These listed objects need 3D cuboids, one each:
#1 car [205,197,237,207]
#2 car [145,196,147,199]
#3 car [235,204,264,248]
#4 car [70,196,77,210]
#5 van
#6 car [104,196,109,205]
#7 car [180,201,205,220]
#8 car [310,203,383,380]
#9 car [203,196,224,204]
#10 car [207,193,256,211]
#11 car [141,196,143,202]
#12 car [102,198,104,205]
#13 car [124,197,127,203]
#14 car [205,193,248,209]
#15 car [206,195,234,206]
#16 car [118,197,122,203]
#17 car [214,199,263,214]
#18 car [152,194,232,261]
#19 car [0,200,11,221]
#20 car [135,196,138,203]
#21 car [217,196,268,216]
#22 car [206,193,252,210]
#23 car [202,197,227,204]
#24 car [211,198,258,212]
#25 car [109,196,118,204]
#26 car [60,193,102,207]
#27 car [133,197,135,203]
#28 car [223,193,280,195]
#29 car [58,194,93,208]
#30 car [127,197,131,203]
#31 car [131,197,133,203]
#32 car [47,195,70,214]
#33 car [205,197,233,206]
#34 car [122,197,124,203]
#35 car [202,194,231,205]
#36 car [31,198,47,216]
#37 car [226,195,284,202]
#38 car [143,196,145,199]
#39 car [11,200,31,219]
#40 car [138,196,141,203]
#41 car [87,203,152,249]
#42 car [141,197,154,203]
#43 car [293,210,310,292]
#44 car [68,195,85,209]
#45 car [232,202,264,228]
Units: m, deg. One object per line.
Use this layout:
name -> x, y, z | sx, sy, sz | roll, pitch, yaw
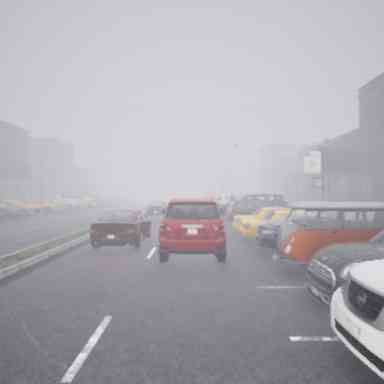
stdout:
car -> 4.656, 1.561, 53.446 | 5.008, 1.535, 2.097 | 0, -1, 0
car -> -15.672, 2.282, 92.705 | 4.674, 1.452, 2.002 | 0, -1, 0
car -> 4.832, 1.470, 14.860 | 5.366, 1.575, 1.946 | 0, 0, 0
car -> -15.804, 1.449, 37.268 | 4.674, 1.452, 2.002 | 0, 0, 0
van -> 4.528, 1.255, 9.345 | 4.442, 1.987, 1.878 | 0, 0, 0
car -> -15.739, 1.396, 51.032 | 4.553, 1.767, 2.185 | 0, -1, 0
car -> 0.059, 1.517, 28.512 | 1.994, 1.385, 4.181 | 0, 0, 0
car -> 4.614, 1.231, 3.828 | 5.566, 2.045, 2.435 | 0, 0, 0
car -> 4.638, 1.740, 72.747 | 4.553, 1.767, 2.185 | 0, -1, 0
car -> 4.628, 1.176, 39.674 | 5.566, 2.045, 2.435 | 0, 0, 0
car -> -15.723, 2.111, 84.371 | 4.792, 1.488, 2.163 | 0, -1, 0
car -> -15.775, 1.524, 48.252 | 4.674, 1.452, 2.002 | 0, -1, 0
car -> -15.709, 1.769, 64.921 | 4.792, 1.488, 2.163 | 0, -1, 0
car -> 4.630, 1.211, 45.184 | 5.566, 2.045, 2.435 | 0, 0, 0
car -> 4.694, 1.477, 56.205 | 4.553, 1.767, 2.185 | 0, -1, 0
car -> -15.936, 1.649, 59.490 | 5.366, 1.575, 1.946 | 0, -1, 0
car -> 4.683, 1.448, 34.164 | 4.792, 1.488, 2.163 | 0, 0, 0
car -> 0.038, 1.221, 12.343 | 2.150, 2.045, 5.566 | 0, 0, 1
car -> -15.863, 1.475, 23.258 | 4.792, 1.488, 2.163 | 0, 0, 0
car -> -15.707, 1.932, 76.161 | 5.008, 1.535, 2.097 | 0, -1, 0
car -> 4.684, 1.296, 31.406 | 4.553, 1.767, 2.185 | 0, 0, 0
car -> 4.629, 1.188, 42.427 | 5.566, 2.045, 2.435 | 0, 0, 0
car -> 4.662, 1.819, 69.988 | 5.008, 1.535, 2.097 | 0, -1, 0
car -> 4.650, 1.417, 36.915 | 5.008, 1.535, 2.097 | 0, 0, 0
car -> -15.763, 1.609, 56.710 | 4.892, 1.521, 2.231 | 0, -1, 0
car -> -15.754, 1.203, 45.480 | 5.566, 2.045, 2.435 | 0, 0, 0
car -> -15.748, 1.910, 73.256 | 4.792, 1.488, 2.163 | 0, -1, 0
car -> 4.622, 1.189, 25.893 | 5.566, 2.045, 2.435 | 0, 0, 0
car -> -15.975, 1.430, 42.700 | 5.366, 1.575, 1.946 | 0, 0, 0
car -> -15.737, 1.786, 67.700 | 5.008, 1.535, 2.097 | 0, -1, 0
car -> -15.719, 1.834, 70.479 | 4.892, 1.521, 2.231 | 0, -1, 0
car -> -15.993, 1.406, 34.498 | 5.366, 1.575, 1.946 | 0, 0, 0
car -> 4.693, 1.674, 58.960 | 4.792, 1.488, 2.163 | 0, -1, 0
car -> -15.717, 1.569, 62.153 | 4.553, 1.767, 2.185 | 0, -1, 0
car -> 4.694, 1.479, 64.478 | 5.566, 2.045, 2.435 | 0, -1, 0
car -> -15.826, 1.423, 28.941 | 5.008, 1.535, 2.097 | 0, 0, 0
car -> 4.619, 1.324, 23.136 | 4.553, 1.767, 2.185 | 0, 0, 0
car -> -15.694, 2.135, 87.151 | 4.892, 1.521, 2.231 | 0, -1, 0
car -> -15.834, 1.435, 26.037 | 4.892, 1.521, 2.231 | 0, 0, 0
car -> -15.697, 2.070, 81.592 | 4.674, 1.452, 2.002 | 0, -1, 0
car -> -2.939, 1.471, 14.614 | 1.882, 1.535, 5.008 | 0, 0, 0
car -> -2.937, 1.475, 29.094 | 1.812, 1.442, 4.674 | 0, 0, 1
car -> 4.675, 1.357, 6.587 | 4.553, 1.767, 2.185 | 0, 0, 0
car -> -15.793, 1.457, 39.926 | 4.674, 1.452, 2.002 | 0, 0, 0
car -> 4.833, 1.463, 17.620 | 5.366, 1.575, 1.946 | 0, 0, 0
